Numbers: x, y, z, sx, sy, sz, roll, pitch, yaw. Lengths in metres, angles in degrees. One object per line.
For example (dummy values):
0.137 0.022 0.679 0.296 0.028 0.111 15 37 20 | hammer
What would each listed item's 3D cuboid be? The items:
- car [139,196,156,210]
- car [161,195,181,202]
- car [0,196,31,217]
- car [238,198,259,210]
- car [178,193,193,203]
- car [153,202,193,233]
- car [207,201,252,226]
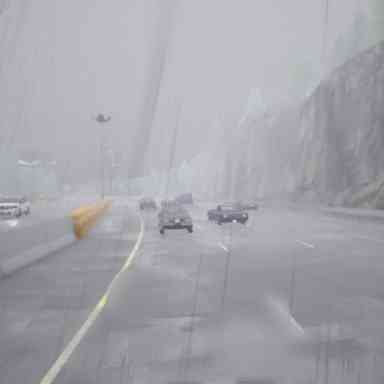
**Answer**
-6.095 1.392 45.171 2.097 1.767 4.553 -1 0 -13 | car
-3.489 1.600 50.272 1.895 1.301 4.718 -1 0 -14 | car
-17.874 1.447 33.323 2.150 2.045 5.566 -1 0 -13 | car
6.180 1.438 38.966 1.994 1.385 4.181 -1 0 -13 | car
-1.330 1.184 55.721 2.150 2.045 5.566 -1 0 -13 | car
-1.088 1.543 19.727 2.033 1.411 5.357 -1 0 -8 | car
2.322 1.545 23.168 1.895 1.301 4.718 -1 0 -9 | car
